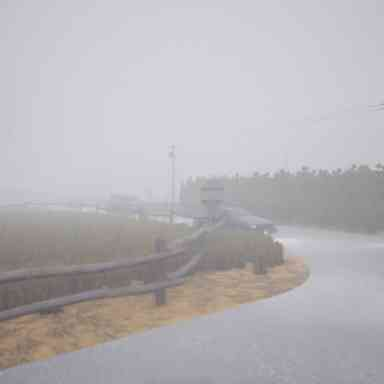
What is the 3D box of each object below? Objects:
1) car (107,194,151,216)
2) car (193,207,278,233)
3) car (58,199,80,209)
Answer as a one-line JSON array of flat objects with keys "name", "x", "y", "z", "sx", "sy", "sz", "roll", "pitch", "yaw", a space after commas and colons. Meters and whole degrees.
[{"name": "car", "x": -5.718, "y": 1.238, "z": 29.433, "sx": 2.150, "sy": 2.045, "sz": 5.566, "roll": 0, "pitch": 0, "yaw": -35}, {"name": "car", "x": 2.141, "y": 1.564, "z": 18.263, "sx": 2.033, "sy": 1.411, "sz": 5.357, "roll": 0, "pitch": 0, "yaw": -33}, {"name": "car", "x": -16.522, "y": 1.618, "z": 44.768, "sx": 1.895, "sy": 1.301, "sz": 4.718, "roll": 0, "pitch": 0, "yaw": -35}]
